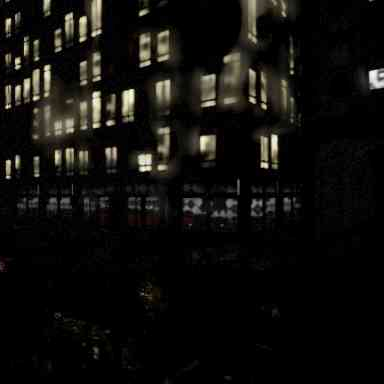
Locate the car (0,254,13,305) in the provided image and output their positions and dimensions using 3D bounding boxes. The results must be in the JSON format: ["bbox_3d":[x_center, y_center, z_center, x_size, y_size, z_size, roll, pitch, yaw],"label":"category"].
[{"bbox_3d":[-5.509,1.446,6.807,4.097,1.590,1.967,0,0,35],"label":"car"}]
